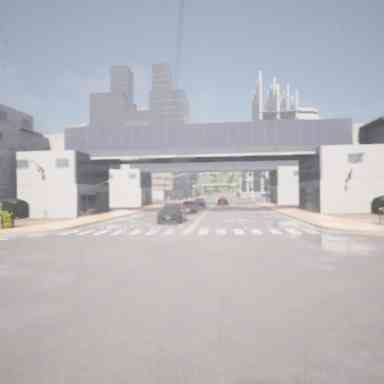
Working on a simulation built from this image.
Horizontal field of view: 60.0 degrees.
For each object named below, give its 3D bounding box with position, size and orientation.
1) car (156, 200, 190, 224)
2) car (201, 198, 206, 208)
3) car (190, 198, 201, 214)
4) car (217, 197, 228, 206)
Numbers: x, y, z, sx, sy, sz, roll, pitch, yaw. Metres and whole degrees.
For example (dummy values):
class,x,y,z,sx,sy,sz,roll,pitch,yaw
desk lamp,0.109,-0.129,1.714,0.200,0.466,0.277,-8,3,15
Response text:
class,x,y,z,sx,sy,sz,roll,pitch,yaw
car,-1.508,1.646,26.004,1.837,1.490,4.892,-1,0,6
car,1.270,1.728,54.079,1.837,1.490,4.892,-1,0,6
car,-0.371,1.703,37.579,1.812,1.442,4.674,-1,0,6
car,5.588,1.664,60.566,1.882,1.535,5.008,-1,0,6
